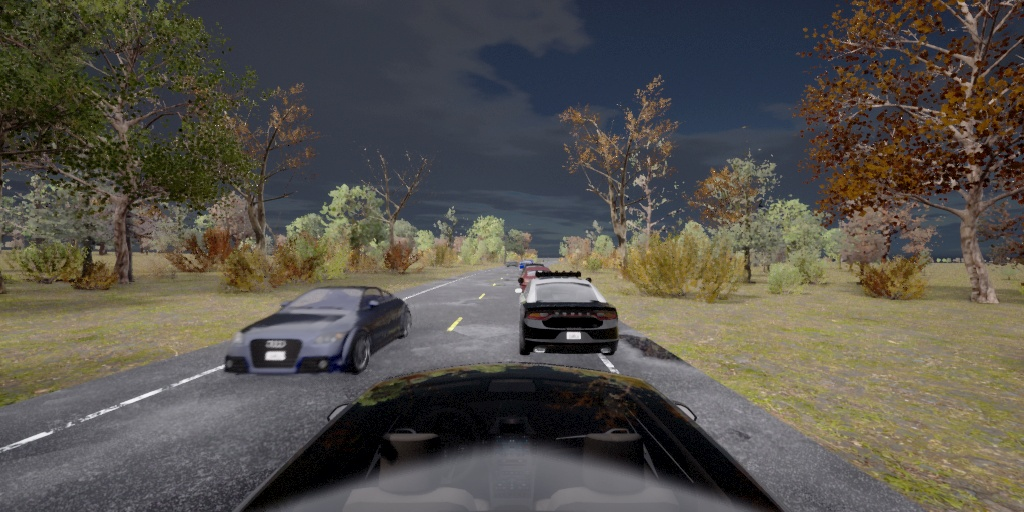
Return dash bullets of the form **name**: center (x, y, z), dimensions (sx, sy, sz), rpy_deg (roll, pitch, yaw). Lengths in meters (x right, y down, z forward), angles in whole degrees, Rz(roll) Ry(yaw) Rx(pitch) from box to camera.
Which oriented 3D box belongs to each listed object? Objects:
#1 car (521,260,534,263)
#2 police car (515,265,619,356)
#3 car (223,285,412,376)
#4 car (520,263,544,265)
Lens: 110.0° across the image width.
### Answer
- **car**: center (1.531, 1.266, 24.615), dimensions (1.837, 1.490, 4.892), rpy_deg (0, 0, 2)
- **police car**: center (1.107, 1.177, 8.802), dimensions (1.930, 1.638, 5.238), rpy_deg (0, 0, 1)
- **car**: center (-3.532, 1.315, 7.379), dimensions (1.994, 1.385, 4.181), rpy_deg (0, 0, 1)
- **car**: center (1.324, 1.281, 18.645), dimensions (1.812, 1.442, 4.674), rpy_deg (0, 0, 2)
